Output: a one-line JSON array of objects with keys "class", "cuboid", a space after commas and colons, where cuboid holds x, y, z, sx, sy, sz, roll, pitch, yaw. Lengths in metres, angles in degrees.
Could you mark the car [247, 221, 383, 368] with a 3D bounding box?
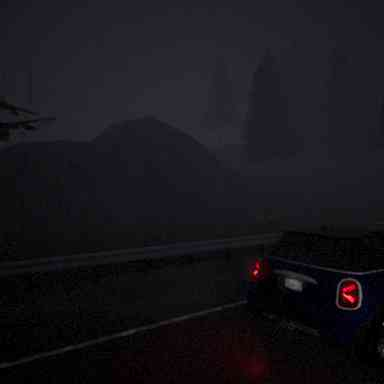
[{"class": "car", "cuboid": [3.185, 1.322, 5.938, 4.553, 1.767, 2.097, 0, 0, -35]}]
